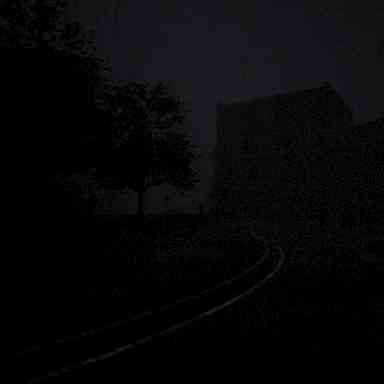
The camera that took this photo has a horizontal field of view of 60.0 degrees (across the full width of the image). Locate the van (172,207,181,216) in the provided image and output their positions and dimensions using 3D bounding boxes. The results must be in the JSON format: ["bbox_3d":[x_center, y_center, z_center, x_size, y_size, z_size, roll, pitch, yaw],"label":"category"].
[{"bbox_3d":[-3.666,4.549,78.331,1.878,1.987,4.442,0,-4,1],"label":"van"}]

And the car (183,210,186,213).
[{"bbox_3d":[-3.481,5.640,89.209,2.002,1.452,4.674,0,-4,1],"label":"car"}]

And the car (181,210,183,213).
[{"bbox_3d":[-3.758,4.379,72.717,2.163,1.488,4.792,0,-4,1],"label":"car"}]

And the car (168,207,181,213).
[{"bbox_3d":[-3.833,3.975,67.236,2.002,1.452,4.674,1,-4,1],"label":"car"}]
